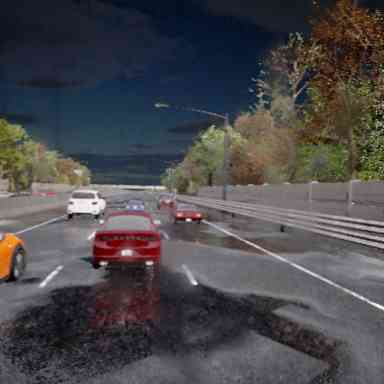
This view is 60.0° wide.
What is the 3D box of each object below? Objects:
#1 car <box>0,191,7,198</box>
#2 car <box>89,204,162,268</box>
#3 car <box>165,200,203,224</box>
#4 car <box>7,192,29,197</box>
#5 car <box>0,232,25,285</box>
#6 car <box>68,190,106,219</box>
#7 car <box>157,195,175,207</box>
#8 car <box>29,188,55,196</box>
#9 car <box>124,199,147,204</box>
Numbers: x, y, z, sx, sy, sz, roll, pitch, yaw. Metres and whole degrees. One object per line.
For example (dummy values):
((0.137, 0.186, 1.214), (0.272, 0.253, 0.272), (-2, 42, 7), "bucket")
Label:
((-30.036, 0.572, 52.250), (1.895, 1.301, 4.718), (2, 0, -9), "car")
((-2.038, 1.376, 10.904), (1.882, 1.535, 5.008), (2, 0, -9), "car")
((-0.544, 1.493, 23.503), (1.895, 1.301, 4.718), (2, 0, -9), "car")
((-26.394, 0.676, 51.582), (1.895, 1.301, 4.718), (2, 0, -8), "car")
((-4.831, 1.189, 6.224), (2.097, 1.767, 4.553), (2, 0, -9), "car")
((-7.859, 0.898, 25.209), (2.150, 2.045, 5.566), (2, 0, -9), "car")
((-3.056, 1.117, 39.274), (2.097, 1.767, 4.553), (2, 0, -9), "car")
((-22.850, 0.393, 51.532), (2.150, 2.045, 5.566), (2, 0, -9), "car")
((-5.017, 1.290, 29.559), (2.033, 1.411, 5.357), (2, 0, -9), "car")
